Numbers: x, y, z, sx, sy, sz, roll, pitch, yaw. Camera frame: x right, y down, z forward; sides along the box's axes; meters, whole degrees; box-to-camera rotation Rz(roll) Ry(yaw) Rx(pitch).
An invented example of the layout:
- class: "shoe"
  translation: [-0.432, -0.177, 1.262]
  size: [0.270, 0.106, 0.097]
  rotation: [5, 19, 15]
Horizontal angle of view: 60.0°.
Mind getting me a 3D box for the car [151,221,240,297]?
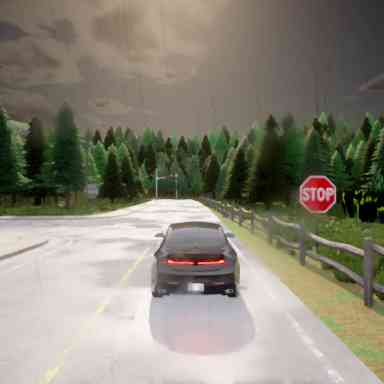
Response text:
- class: "car"
  translation: [0.076, 1.504, 8.532]
  size: [1.837, 1.490, 4.892]
  rotation: [0, 0, 0]
